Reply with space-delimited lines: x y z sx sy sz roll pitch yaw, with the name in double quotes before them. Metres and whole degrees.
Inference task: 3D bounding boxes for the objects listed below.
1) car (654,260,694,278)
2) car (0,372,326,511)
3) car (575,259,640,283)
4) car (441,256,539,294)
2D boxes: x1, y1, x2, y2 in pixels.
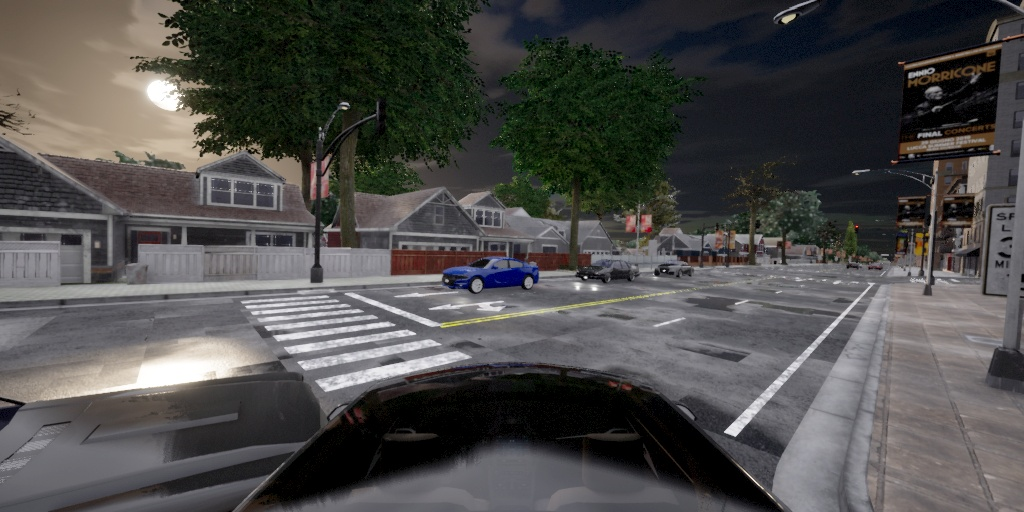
"car" 13.702 1.024 30.230 4.181 1.385 1.994 1 2 -43
"car" -3.318 1.274 1.470 4.718 1.301 1.895 1 2 -33
"car" 6.395 0.926 23.424 5.357 1.411 2.033 1 2 -43
"car" -0.879 0.779 16.618 5.008 1.535 1.882 1 2 -43
